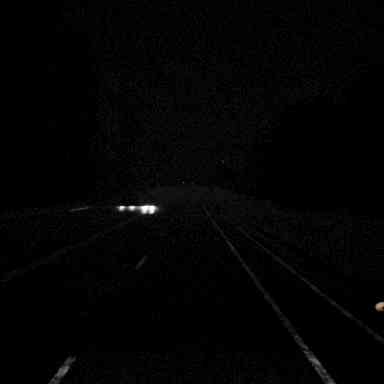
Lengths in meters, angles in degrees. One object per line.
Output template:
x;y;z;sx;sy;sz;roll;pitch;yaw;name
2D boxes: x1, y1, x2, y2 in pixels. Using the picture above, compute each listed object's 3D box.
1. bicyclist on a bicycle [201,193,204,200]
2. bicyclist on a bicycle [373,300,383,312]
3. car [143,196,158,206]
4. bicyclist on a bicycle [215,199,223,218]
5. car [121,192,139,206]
2.266;1.088;72.989;0.582;1.620;1.656;1;4;1;bicyclist on a bicycle
2.268;1.442;3.128;0.866;1.612;1.509;1;4;4;bicyclist on a bicycle
-6.509;1.324;52.323;2.128;1.511;4.902;0;0;0;car
2.340;1.413;29.104;0.866;1.612;1.509;3;3;13;bicyclist on a bicycle
-9.755;1.038;52.742;2.150;2.045;5.566;0;0;0;car
